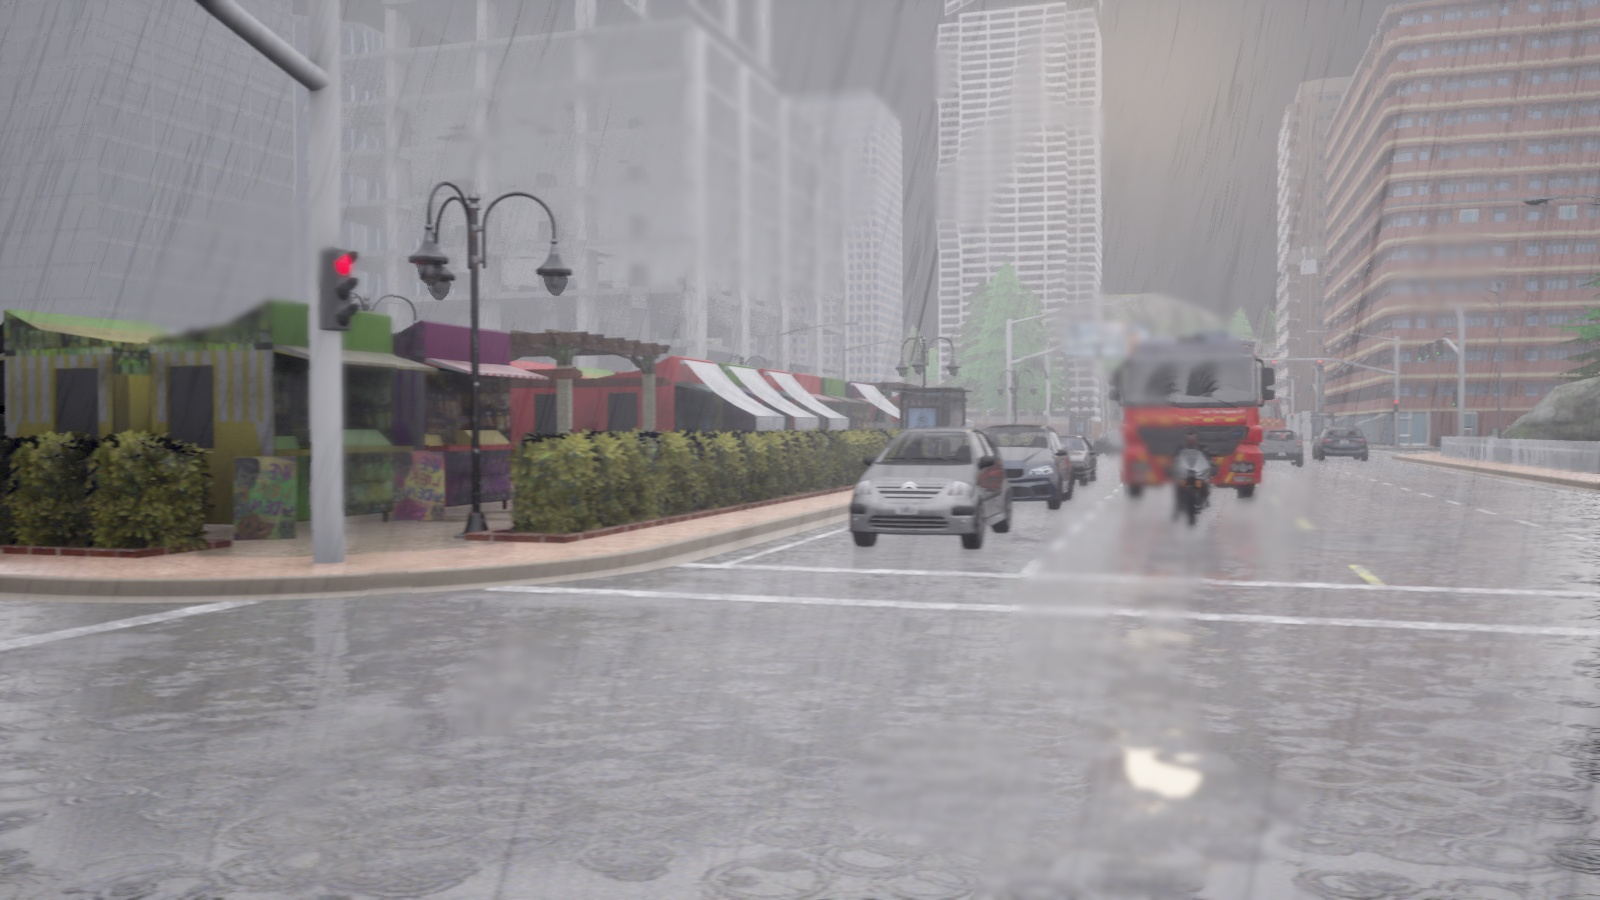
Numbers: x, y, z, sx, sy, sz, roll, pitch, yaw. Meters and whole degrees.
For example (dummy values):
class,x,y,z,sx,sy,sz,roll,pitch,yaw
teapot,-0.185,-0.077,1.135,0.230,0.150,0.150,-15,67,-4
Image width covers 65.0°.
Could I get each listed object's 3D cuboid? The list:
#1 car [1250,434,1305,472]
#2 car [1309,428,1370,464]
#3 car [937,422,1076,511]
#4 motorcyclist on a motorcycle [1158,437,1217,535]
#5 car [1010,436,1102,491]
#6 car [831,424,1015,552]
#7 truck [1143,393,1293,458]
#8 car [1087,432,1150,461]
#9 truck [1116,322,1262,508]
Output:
class,x,y,z,sx,sy,sz,roll,pitch,yaw
car,19.637,0.085,51.754,1.845,1.501,3.633,0,1,17
car,26.190,-0.209,61.115,2.242,1.667,4.611,1,1,17
car,4.404,0.269,26.149,2.242,1.667,4.611,0,1,17
motorcyclist on a motorcycle,6.439,0.551,20.877,0.866,1.530,2.191,0,1,17
car,7.392,0.328,35.824,2.033,1.411,5.357,0,1,17
car,1.875,0.444,17.954,1.851,1.617,3.988,0,1,17
truck,25.421,-1.482,76.697,8.468,3.827,2.891,0,1,17
car,17.415,-0.211,68.942,2.163,1.488,4.792,0,1,-1
truck,9.370,-0.789,30.334,2.891,3.827,8.468,0,1,17
